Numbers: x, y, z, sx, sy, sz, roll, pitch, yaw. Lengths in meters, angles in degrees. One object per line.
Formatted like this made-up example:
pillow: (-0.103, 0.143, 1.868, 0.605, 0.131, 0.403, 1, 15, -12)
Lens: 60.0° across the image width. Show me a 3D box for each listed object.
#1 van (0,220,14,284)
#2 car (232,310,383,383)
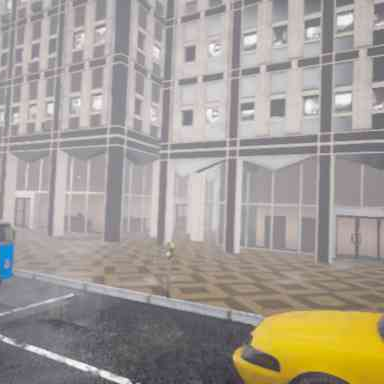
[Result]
van: (-6.436, 1.500, 8.618, 3.998, 1.788, 1.690, 1, -3, 28)
car: (3.088, 1.726, 3.159, 5.366, 1.575, 1.801, 1, -3, 28)
